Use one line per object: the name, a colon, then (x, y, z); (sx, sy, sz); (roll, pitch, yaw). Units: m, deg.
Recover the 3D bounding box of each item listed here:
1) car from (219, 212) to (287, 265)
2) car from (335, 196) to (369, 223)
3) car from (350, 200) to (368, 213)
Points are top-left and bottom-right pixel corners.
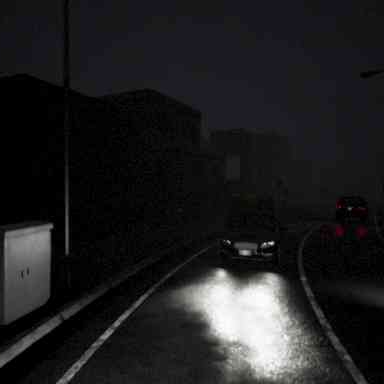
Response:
car: (2.360, 1.505, 11.995); (2.128, 1.511, 4.902); (1, 0, 20)
car: (13.096, 1.344, 27.217); (2.150, 2.045, 5.566); (1, 0, 29)
car: (21.093, 1.723, 41.937); (1.812, 1.442, 4.674); (1, 0, 29)
